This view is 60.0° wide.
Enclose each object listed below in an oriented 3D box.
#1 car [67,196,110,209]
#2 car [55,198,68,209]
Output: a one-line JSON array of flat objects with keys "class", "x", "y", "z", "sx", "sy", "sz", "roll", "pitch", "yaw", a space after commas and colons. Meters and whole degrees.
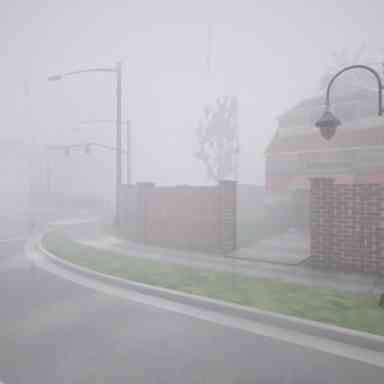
[{"class": "car", "x": -12.666, "y": 1.422, "z": 41.758, "sx": 1.895, "sy": 1.301, "sz": 4.718, "roll": 0, "pitch": 1, "yaw": 37}, {"class": "car", "x": -15.512, "y": 1.303, "z": 43.805, "sx": 1.882, "sy": 1.535, "sz": 5.008, "roll": 0, "pitch": 1, "yaw": 37}]
